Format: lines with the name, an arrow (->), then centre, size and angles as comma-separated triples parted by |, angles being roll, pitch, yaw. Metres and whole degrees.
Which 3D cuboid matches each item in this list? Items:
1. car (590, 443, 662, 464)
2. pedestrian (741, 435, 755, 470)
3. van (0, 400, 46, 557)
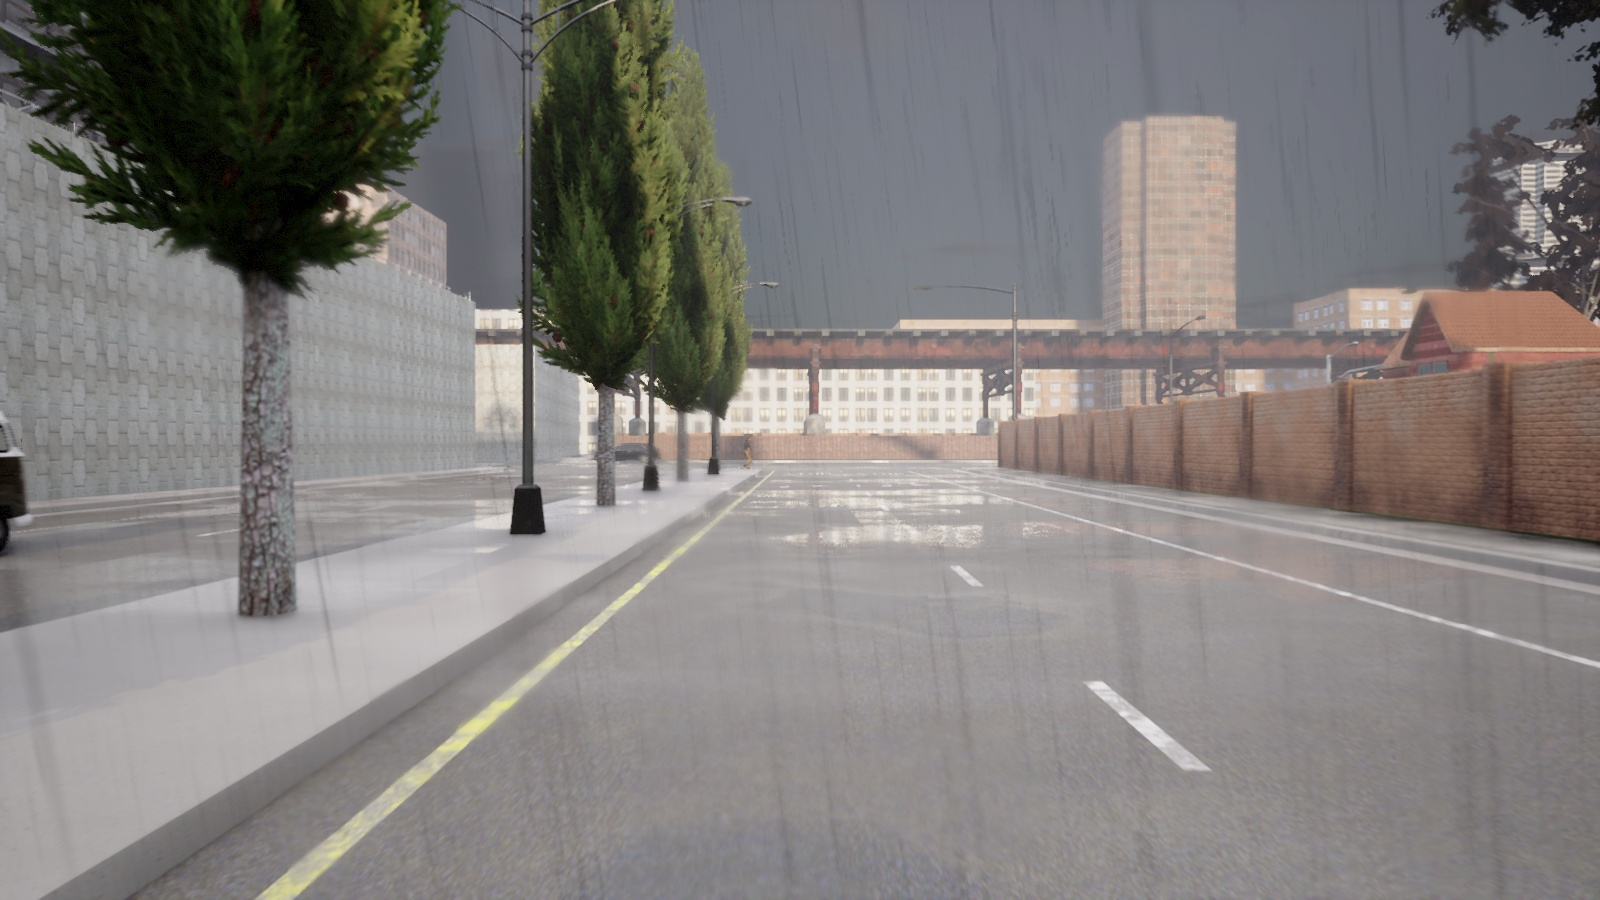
car -> -12.528, 0.231, 90.517 | 4.892, 1.490, 1.837 | 0, 0, 1
pedestrian -> -2.753, 0.113, 66.820 | 0.694, 1.848, 0.540 | 0, 0, -11
van -> -11.399, 0.376, 14.998 | 2.069, 2.038, 4.480 | 0, 0, 0
